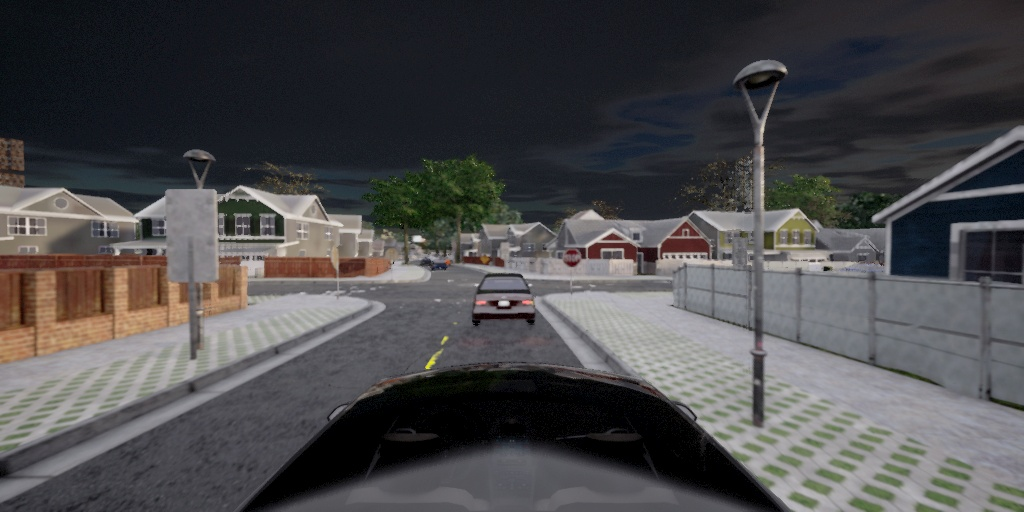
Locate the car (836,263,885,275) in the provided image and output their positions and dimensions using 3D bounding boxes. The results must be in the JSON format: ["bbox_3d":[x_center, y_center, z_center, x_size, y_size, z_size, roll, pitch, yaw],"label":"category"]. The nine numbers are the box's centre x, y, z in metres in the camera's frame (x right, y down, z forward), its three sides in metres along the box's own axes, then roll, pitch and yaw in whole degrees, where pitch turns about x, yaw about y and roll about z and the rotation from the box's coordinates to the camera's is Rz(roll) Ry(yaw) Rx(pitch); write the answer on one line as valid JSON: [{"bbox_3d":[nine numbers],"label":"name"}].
[{"bbox_3d":[30.429,1.393,31.020,5.008,1.535,1.882,0,1,-18],"label":"car"}]

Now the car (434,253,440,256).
[{"bbox_3d":[-12.220,0.817,63.389,2.097,1.767,4.553,-1,1,-20],"label":"car"}]

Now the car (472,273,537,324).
[{"bbox_3d":[-0.265,1.248,11.684,2.033,1.411,5.357,0,0,-1],"label":"car"}]

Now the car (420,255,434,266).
[{"bbox_3d":[-14.944,1.038,62.573,2.033,1.411,5.357,-1,0,-20],"label":"car"}]

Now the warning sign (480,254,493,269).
[{"bbox_3d":[-3.418,0.646,44.776,1.300,1.860,1.060,0,0,-15],"label":"warning sign"}]

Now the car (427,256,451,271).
[{"bbox_3d":[-9.383,1.108,45.934,2.033,1.411,5.357,0,0,-16],"label":"car"}]
